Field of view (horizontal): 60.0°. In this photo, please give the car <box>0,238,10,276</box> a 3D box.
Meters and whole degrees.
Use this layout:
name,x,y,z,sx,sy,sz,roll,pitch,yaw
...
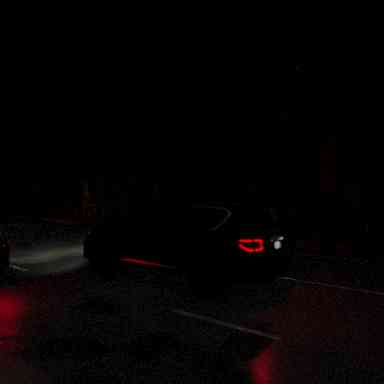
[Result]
name,x,y,z,sx,sy,sz,roll,pitch,yaw
car,-6.673,1.447,8.753,4.892,1.490,1.837,0,0,35

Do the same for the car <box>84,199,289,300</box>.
name,x,y,z,sx,sy,sz,roll,pitch,yaw
car,-0.375,1.193,8.559,5.566,2.045,2.150,0,0,36
